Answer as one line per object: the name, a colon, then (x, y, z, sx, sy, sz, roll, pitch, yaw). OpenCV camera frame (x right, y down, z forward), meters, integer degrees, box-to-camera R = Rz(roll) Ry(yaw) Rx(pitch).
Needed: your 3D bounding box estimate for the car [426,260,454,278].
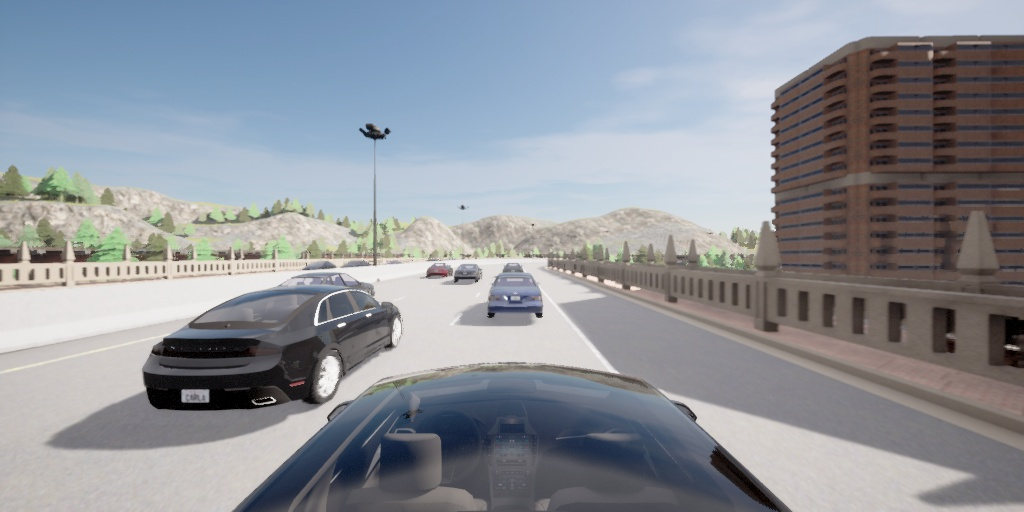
car: (-6.896, 1.320, 34.617, 1.994, 1.385, 4.181, 0, 0, 0)

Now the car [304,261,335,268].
car: (-21.084, 1.282, 39.536, 1.812, 1.442, 4.674, 0, 0, 0)

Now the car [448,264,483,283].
car: (-3.397, 1.303, 28.397, 2.033, 1.411, 5.357, 0, 0, 0)

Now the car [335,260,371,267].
car: (-17.582, 1.262, 40.473, 1.837, 1.490, 4.892, 0, 0, 0)

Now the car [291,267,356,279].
car: (-6.898, 1.299, 13.273, 2.033, 1.411, 5.357, 0, 0, 0)

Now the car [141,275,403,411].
car: (-3.399, 1.256, 6.273, 1.837, 1.490, 4.892, 0, 0, 0)

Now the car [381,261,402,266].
car: (-14.082, 1.305, 42.345, 2.033, 1.411, 5.357, 0, 0, 0)

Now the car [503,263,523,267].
car: (0.103, 1.320, 34.545, 1.994, 1.385, 4.181, 0, 0, 0)

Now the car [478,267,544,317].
car: (0.102, 1.300, 13.141, 2.033, 1.411, 5.357, 0, 0, 0)
